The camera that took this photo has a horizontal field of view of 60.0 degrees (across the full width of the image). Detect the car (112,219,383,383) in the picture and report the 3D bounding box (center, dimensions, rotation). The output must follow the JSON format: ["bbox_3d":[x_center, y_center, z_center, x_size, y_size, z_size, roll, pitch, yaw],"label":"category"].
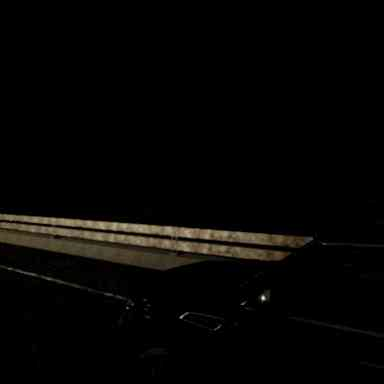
[{"bbox_3d":[1.813,1.224,2.700,5.566,2.045,2.150,0,0,35],"label":"car"}]
